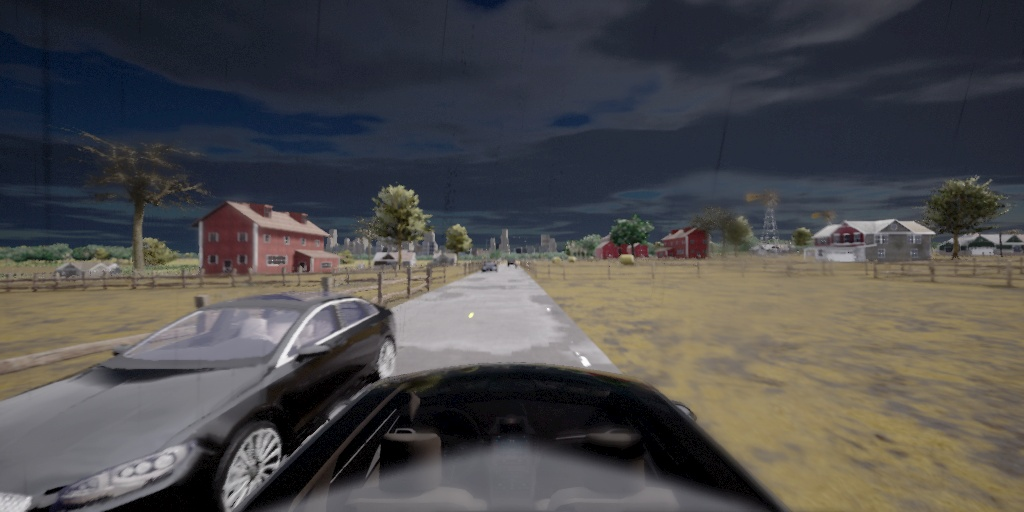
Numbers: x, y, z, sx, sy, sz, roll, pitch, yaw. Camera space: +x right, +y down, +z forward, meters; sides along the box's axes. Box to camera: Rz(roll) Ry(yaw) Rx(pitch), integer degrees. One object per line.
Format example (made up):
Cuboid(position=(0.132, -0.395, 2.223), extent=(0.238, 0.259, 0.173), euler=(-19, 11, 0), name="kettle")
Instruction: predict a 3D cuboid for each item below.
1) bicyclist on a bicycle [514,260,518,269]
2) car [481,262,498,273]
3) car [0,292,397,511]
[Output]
Cuboid(position=(0.752, 1.433, 56.702), extent=(0.866, 1.612, 1.509), euler=(0, -1, 0), name="bicyclist on a bicycle")
Cuboid(position=(-2.835, 1.469, 46.182), extent=(1.994, 1.385, 4.181), euler=(0, 0, 0), name="car")
Cuboid(position=(-2.850, 1.240, 4.204), extent=(2.128, 1.511, 4.902), euler=(0, 0, 0), name="car")
